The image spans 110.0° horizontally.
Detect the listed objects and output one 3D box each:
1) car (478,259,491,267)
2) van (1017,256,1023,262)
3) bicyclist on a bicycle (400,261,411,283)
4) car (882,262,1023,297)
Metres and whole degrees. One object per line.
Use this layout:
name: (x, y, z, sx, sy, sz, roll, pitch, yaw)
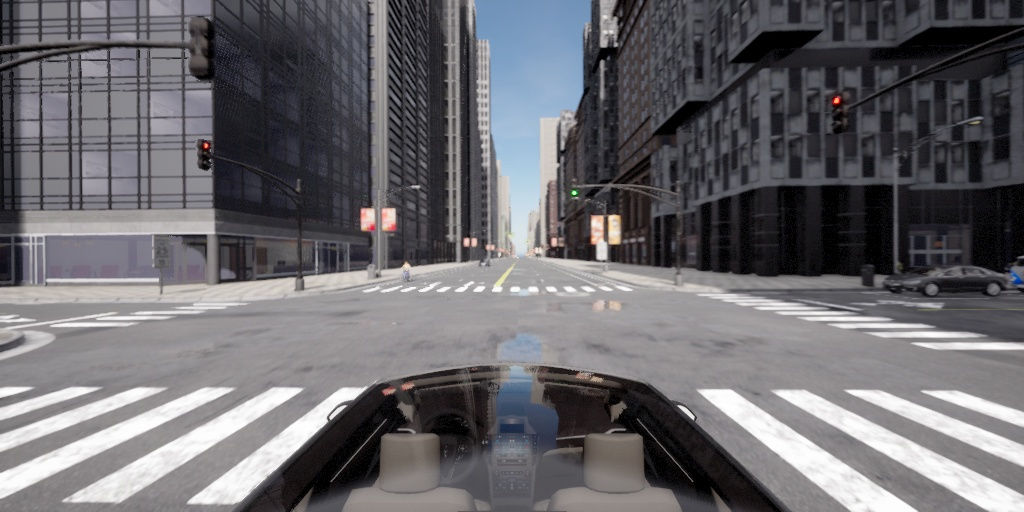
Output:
car: (-4.802, 1.178, 63.469, 1.812, 1.442, 4.674, 0, 0, 2)
van: (25.192, 0.826, 16.156, 3.998, 1.789, 1.690, 0, 0, 2)
bicyclist on a bicycle: (-7.976, 1.175, 26.961, 0.866, 1.612, 1.509, 0, 0, 2)
car: (19.576, 1.086, 16.330, 4.403, 1.370, 2.007, 0, 0, 2)
